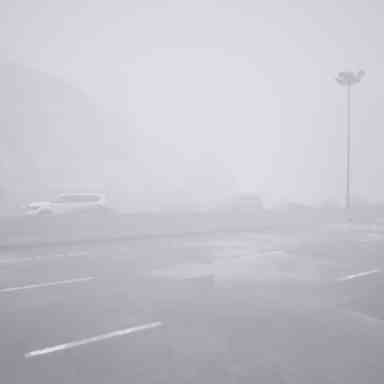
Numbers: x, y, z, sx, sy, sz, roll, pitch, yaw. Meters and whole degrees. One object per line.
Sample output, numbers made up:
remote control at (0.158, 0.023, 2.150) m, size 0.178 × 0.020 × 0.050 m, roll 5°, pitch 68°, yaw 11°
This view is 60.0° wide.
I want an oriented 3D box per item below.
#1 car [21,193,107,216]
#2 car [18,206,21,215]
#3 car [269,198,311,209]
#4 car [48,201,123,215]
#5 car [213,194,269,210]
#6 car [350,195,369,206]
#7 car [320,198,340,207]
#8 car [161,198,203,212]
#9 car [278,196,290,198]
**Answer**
car at (-8.654, 1.100, 23.547) m, size 5.566 × 2.045 × 2.150 m, roll 1°, pitch 0°, yaw -34°
car at (-12.693, 1.179, 29.259) m, size 4.553 × 1.767 × 2.097 m, roll 1°, pitch 0°, yaw -34°
car at (9.466, 1.614, 32.098) m, size 5.357 × 1.411 × 2.033 m, roll 1°, pitch 0°, yaw -39°
car at (-6.419, 1.468, 20.844) m, size 4.181 × 1.385 × 1.994 m, roll 1°, pitch 0°, yaw -34°
car at (4.666, 1.237, 32.805) m, size 5.566 × 2.045 × 2.150 m, roll 1°, pitch 0°, yaw -37°
car at (23.690, 1.436, 47.323) m, size 2.150 × 2.045 × 5.566 m, roll 1°, pitch 0°, yaw 34°
car at (20.037, 1.644, 48.290) m, size 1.882 × 1.535 × 5.008 m, roll 1°, pitch 0°, yaw 36°
car at (-1.102, 1.423, 37.297) m, size 5.008 × 1.535 × 1.882 m, roll 1°, pitch 0°, yaw -36°
car at (14.210, 1.449, 52.181) m, size 2.097 × 1.767 × 4.553 m, roll 1°, pitch 0°, yaw 36°
